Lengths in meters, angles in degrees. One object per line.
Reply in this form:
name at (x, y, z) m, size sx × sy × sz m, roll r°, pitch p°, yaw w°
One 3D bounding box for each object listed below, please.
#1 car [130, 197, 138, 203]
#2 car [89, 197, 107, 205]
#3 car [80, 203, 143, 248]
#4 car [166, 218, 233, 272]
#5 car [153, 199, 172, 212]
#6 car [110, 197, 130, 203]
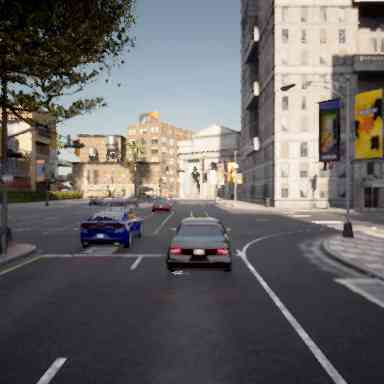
car at (-11.505, 1.552, 63.296) m, size 1.895 × 1.301 × 4.718 m, roll 0°, pitch 0°, yaw 0°
car at (-15.010, 1.523, 53.160) m, size 1.994 × 1.385 × 4.181 m, roll 0°, pitch 0°, yaw 0°
car at (-3.403, 1.466, 14.837) m, size 1.882 × 1.535 × 5.008 m, roll 0°, pitch 0°, yaw 0°
car at (0.301, 1.539, 10.765) m, size 2.033 × 1.411 × 5.357 m, roll 0°, pitch 0°, yaw 3°
car at (-3.402, 1.534, 38.495) m, size 1.994 × 1.385 × 4.181 m, roll 0°, pitch 0°, yaw 0°
car at (-11.527, 1.485, 52.331) m, size 1.812 × 1.442 × 4.674 m, roll 0°, pitch 0°, yaw 1°
